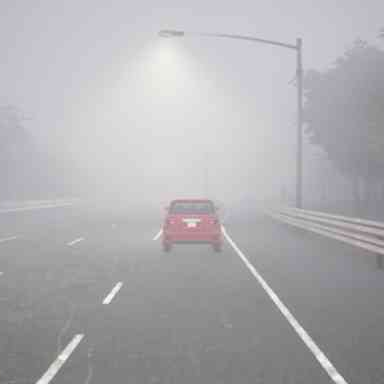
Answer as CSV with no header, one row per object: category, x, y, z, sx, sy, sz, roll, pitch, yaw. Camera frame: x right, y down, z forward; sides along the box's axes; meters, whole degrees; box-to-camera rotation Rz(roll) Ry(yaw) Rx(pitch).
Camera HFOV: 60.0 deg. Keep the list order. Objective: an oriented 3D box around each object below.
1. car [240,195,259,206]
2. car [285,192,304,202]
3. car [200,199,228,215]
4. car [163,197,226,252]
car,9.453,1.295,54.158,2.097,1.767,4.553,0,0,27
car,22.599,1.114,73.150,2.150,2.045,5.566,0,0,45
car,2.474,1.515,35.513,2.033,1.411,5.357,0,0,14
car,0.014,1.209,14.054,2.150,2.045,5.566,0,0,0
